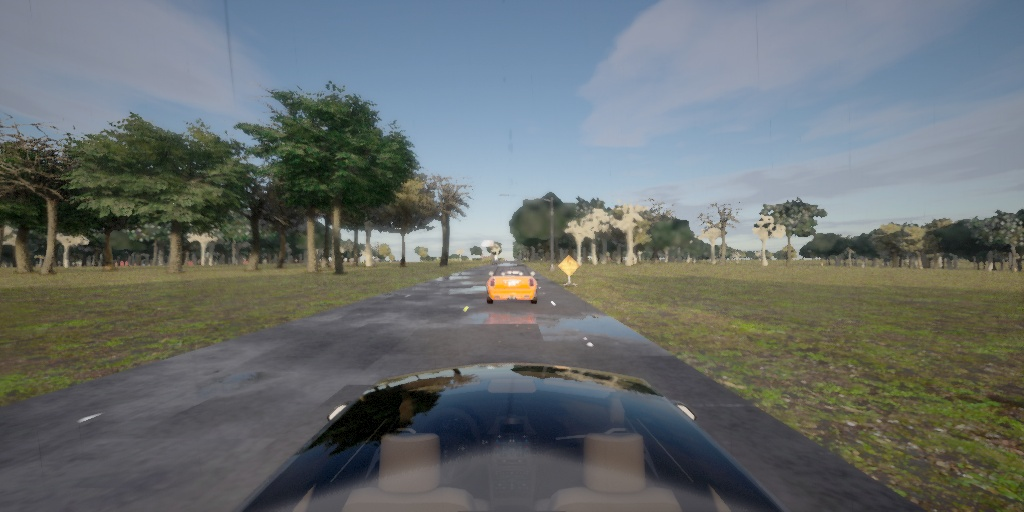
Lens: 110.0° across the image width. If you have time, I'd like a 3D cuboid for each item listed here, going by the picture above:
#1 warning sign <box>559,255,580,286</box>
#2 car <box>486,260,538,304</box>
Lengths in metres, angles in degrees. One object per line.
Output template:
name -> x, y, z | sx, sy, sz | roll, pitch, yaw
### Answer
warning sign -> 3.550, 0.885, 22.187 | 1.300, 1.860, 1.060 | 0, 0, 0
car -> 0.000, 1.129, 16.475 | 2.097, 1.767, 4.553 | 0, 0, 0
